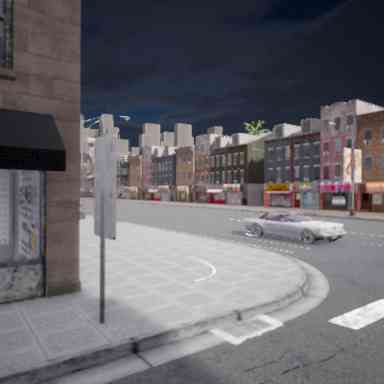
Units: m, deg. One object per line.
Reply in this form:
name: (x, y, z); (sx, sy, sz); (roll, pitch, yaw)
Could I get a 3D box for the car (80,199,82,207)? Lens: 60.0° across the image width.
car: (-16.365, 1.093, 44.800); (2.097, 1.767, 4.553); (0, 0, -36)

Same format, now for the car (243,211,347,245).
car: (4.699, 1.581, 15.777); (1.895, 1.301, 4.718); (0, 0, -36)
